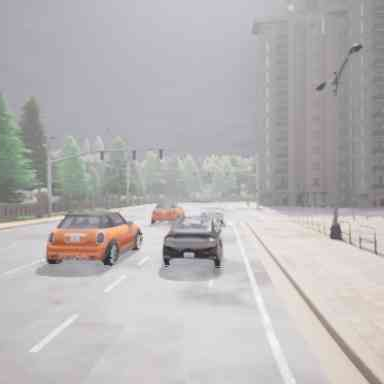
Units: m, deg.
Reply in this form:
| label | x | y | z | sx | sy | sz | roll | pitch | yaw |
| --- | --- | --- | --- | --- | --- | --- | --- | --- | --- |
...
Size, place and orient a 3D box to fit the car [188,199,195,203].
| label | x | y | z | sx | sy | sz | roll | pitch | yaw |
| --- | --- | --- | --- | --- | --- | --- | --- | --- | --- |
| car | 0.825 | 2.472 | 91.796 | 1.895 | 1.301 | 4.718 | 0 | -1 | 31 |

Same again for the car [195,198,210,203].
| label | x | y | z | sx | sy | sz | roll | pitch | yaw |
| --- | --- | --- | --- | --- | --- | --- | --- | --- | --- |
| car | 3.309 | 2.404 | 89.051 | 1.994 | 1.385 | 4.181 | 0 | -1 | 26 |

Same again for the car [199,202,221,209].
| label | x | y | z | sx | sy | sz | roll | pitch | yaw |
| --- | --- | --- | --- | --- | --- | --- | --- | --- | --- |
| car | 1.645 | 1.787 | 27.242 | 1.812 | 1.442 | 4.674 | 0 | 0 | 6 |

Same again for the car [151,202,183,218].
| label | x | y | z | sx | sy | sz | roll | pitch | yaw |
| --- | --- | --- | --- | --- | --- | --- | --- | --- | --- |
| car | -1.887 | 1.611 | 27.113 | 2.097 | 1.767 | 4.553 | 0 | -1 | 6 |

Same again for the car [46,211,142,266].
| label | x | y | z | sx | sy | sz | roll | pitch | yaw |
| --- | --- | --- | --- | --- | --- | --- | --- | --- | --- |
| car | -3.325 | 1.468 | 12.184 | 2.097 | 1.767 | 4.553 | 0 | -1 | 6 |

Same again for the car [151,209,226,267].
| label | x | y | z | sx | sy | sz | roll | pitch | yaw |
| --- | --- | --- | --- | --- | --- | --- | --- | --- | --- |
| car | 0.166 | 1.608 | 11.925 | 2.128 | 1.511 | 4.902 | 0 | 0 | 6 |
